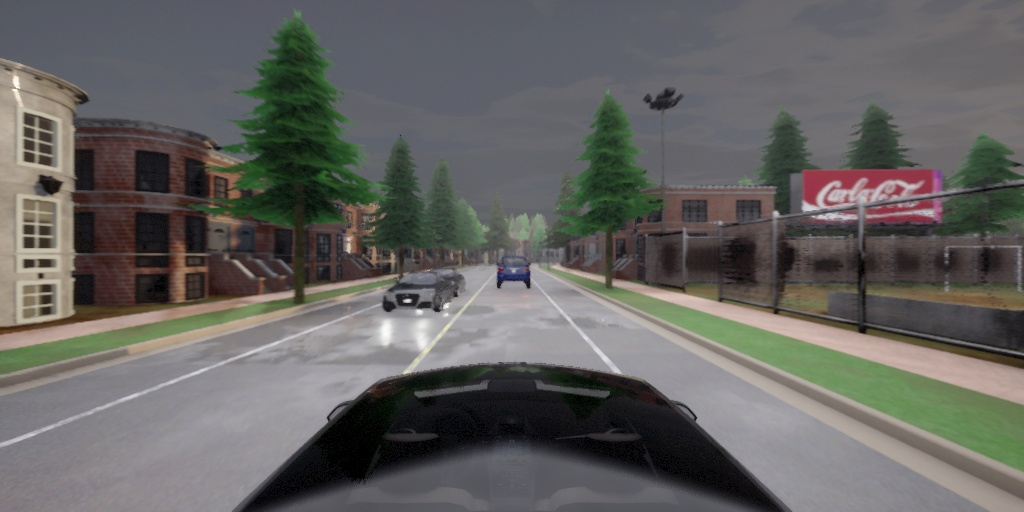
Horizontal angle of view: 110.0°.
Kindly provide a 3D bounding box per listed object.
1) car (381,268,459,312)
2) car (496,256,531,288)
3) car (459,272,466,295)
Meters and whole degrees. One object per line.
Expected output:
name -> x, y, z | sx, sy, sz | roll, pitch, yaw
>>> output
car -> -3.502, 1.316, 14.014 | 1.994, 1.385, 4.181 | 0, 0, 0
car -> 0.105, 0.983, 24.096 | 2.150, 2.045, 5.566 | 0, 0, 0
car -> -3.559, 1.318, 18.632 | 1.994, 1.385, 4.181 | 0, 0, 0
